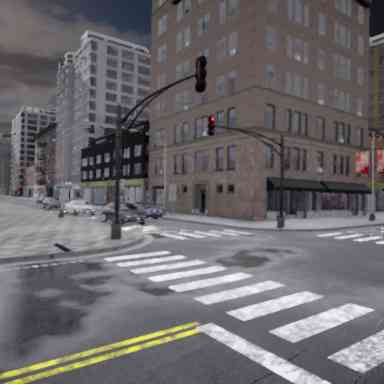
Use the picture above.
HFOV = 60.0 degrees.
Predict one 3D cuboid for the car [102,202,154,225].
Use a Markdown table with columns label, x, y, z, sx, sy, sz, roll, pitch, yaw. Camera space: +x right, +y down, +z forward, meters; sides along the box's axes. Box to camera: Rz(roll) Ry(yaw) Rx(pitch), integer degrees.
| label | x | y | z | sx | sy | sz | roll | pitch | yaw |
| --- | --- | --- | --- | --- | --- | --- | --- | --- | --- |
| car | -4.935 | 1.515 | 23.911 | 1.837 | 1.490 | 4.892 | 2 | -1 | -36 |

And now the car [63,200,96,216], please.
| label | x | y | z | sx | sy | sz | roll | pitch | yaw |
| --- | --- | --- | --- | --- | --- | --- | --- | --- | --- |
| car | -10.863 | 1.494 | 32.190 | 1.812 | 1.442 | 4.674 | 2 | -1 | -36 |

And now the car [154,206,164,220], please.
| label | x | y | z | sx | sy | sz | roll | pitch | yaw |
| --- | --- | --- | --- | --- | --- | --- | --- | --- | --- |
| car | -4.470 | 1.618 | 28.778 | 2.033 | 1.411 | 5.357 | 2 | -1 | -36 |

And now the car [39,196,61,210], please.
| label | x | y | z | sx | sy | sz | roll | pitch | yaw |
| --- | --- | --- | --- | --- | --- | --- | --- | --- | --- |
| car | -16.911 | 1.429 | 40.613 | 1.837 | 1.490 | 4.892 | 2 | -1 | -35 |

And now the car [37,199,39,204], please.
| label | x | y | z | sx | sy | sz | roll | pitch | yaw |
| --- | --- | --- | --- | --- | --- | --- | --- | --- | --- |
| car | -25.916 | 1.435 | 58.582 | 1.812 | 1.442 | 4.674 | 2 | -1 | -36 |
